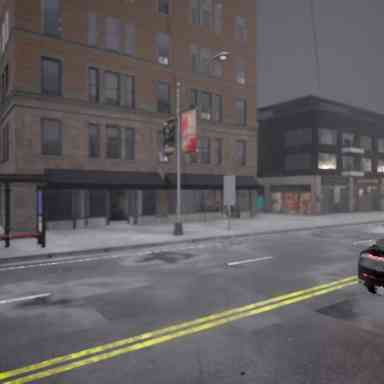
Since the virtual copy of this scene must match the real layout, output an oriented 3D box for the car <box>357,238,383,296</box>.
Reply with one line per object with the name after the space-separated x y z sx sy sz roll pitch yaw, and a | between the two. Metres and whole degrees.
5.650 1.496 7.459 4.902 1.511 2.128 0 0 -35 | car
